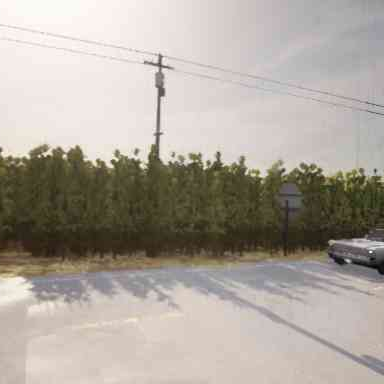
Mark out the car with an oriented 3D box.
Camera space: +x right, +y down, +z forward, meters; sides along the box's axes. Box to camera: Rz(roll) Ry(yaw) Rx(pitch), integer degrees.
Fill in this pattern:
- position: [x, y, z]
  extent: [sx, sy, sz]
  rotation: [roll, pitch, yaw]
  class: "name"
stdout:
- position: [6.949, 1.949, 11.517]
  extent: [4.718, 1.301, 1.895]
  rotation: [2, -1, -26]
  class: "car"
